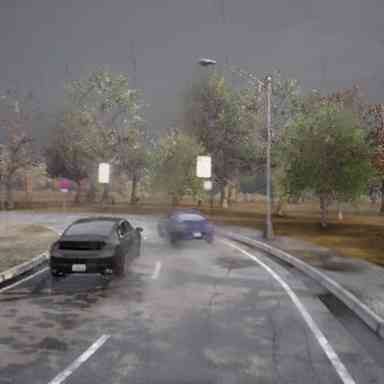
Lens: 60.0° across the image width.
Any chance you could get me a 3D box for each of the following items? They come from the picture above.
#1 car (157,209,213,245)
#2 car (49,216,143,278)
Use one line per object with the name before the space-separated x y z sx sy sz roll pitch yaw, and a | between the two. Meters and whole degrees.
car | -0.387 1.538 15.529 1.812 1.442 4.674 1 0 -15
car | -2.668 1.498 10.081 1.837 1.490 4.892 1 0 -2
